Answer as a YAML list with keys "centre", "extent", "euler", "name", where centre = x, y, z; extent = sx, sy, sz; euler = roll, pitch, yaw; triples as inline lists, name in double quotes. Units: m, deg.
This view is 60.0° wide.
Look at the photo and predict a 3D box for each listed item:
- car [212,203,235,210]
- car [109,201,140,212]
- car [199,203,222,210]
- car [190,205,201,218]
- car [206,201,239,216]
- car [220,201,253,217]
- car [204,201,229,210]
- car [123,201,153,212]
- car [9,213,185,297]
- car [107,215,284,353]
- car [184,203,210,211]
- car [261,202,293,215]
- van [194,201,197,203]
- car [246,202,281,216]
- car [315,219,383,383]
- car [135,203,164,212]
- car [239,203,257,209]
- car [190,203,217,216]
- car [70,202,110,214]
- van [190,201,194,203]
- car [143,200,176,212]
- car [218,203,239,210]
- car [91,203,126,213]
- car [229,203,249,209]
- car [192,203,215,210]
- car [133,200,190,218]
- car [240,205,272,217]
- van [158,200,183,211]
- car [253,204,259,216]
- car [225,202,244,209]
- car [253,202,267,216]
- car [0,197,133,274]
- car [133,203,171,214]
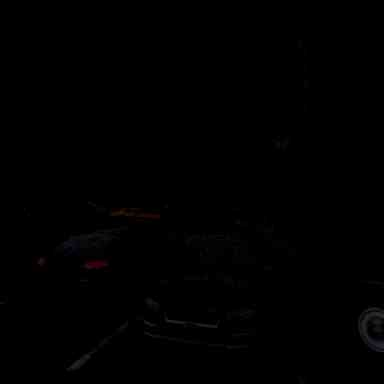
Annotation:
- centre: [7.782, 3.505, 81.238]
  extent: [5.366, 1.575, 1.946]
  euler: [0, -2, 14]
  name: "car"
- centre: [-10.998, 2.392, 54.354]
  extent: [4.553, 1.767, 2.185]
  euler: [0, -2, 15]
  name: "car"
- centre: [4.266, 3.357, 76.374]
  extent: [4.792, 1.488, 2.163]
  euler: [0, -2, 15]
  name: "car"
- centre: [-1.779, 2.373, 35.733]
  extent: [4.674, 1.452, 2.002]
  euler: [2, 0, 15]
  name: "car"
- centre: [3.366, 2.482, 43.172]
  extent: [4.553, 1.767, 2.185]
  euler: [2, -1, 15]
  name: "car"
- centre: [5.084, 2.447, 45.630]
  extent: [5.566, 2.045, 2.435]
  euler: [2, 0, 15]
  name: "car"
- centre: [5.898, 3.166, 78.839]
  extent: [5.566, 2.045, 2.435]
  euler: [0, -1, 15]
  name: "car"
- centre: [-9.248, 2.482, 56.778]
  extent: [4.553, 1.767, 2.185]
  euler: [0, -1, 15]
  name: "car"
- centre: [-1.782, 1.481, 8.203]
  extent: [2.002, 1.452, 4.674]
  euler: [0, -1, 15]
  name: "car"
- centre: [0.632, 1.464, 6.492]
  extent: [2.231, 1.521, 4.892]
  euler: [1, 0, 15]
  name: "car"
- centre: [1.041, 3.145, 71.435]
  extent: [5.366, 1.575, 1.946]
  euler: [0, -2, 15]
  name: "car"
- centre: [15.392, 2.991, 60.454]
  extent: [5.566, 2.045, 2.435]
  euler: [2, -1, 15]
  name: "car"
- centre: [-0.713, 2.832, 69.012]
  extent: [4.442, 1.987, 1.878]
  euler: [0, -2, 15]
  name: "van"
- centre: [11.977, 2.810, 55.513]
  extent: [5.566, 2.045, 2.435]
  euler: [2, -1, 15]
  name: "car"
- centre: [3.052, 1.360, 4.803]
  extent: [2.185, 1.767, 4.553]
  euler: [1, 0, 16]
  name: "car"
- centre: [-7.589, 2.737, 59.237]
  extent: [4.674, 1.452, 2.002]
  euler: [0, -2, 15]
  name: "car"
- centre: [15.796, 3.985, 93.610]
  extent: [4.792, 1.488, 2.163]
  euler: [0, -1, 13]
  name: "car"
- centre: [-0.046, 2.427, 38.212]
  extent: [5.008, 1.535, 2.097]
  euler: [2, 0, 15]
  name: "car"
- centre: [-15.009, 2.308, 48.805]
  extent: [5.366, 1.575, 1.946]
  euler: [0, -1, 15]
  name: "car"
- centre: [-2.402, 2.742, 66.561]
  extent: [4.442, 1.987, 1.878]
  euler: [0, -2, 15]
  name: "van"
- centre: [-5.923, 2.536, 61.695]
  extent: [5.566, 2.045, 2.435]
  euler: [0, -1, 15]
  name: "car"
- centre: [9.275, 3.598, 83.729]
  extent: [4.892, 1.521, 2.231]
  euler: [0, -1, 14]
  name: "car"
- centre: [-12.871, 2.445, 51.549]
  extent: [4.792, 1.488, 2.163]
  euler: [0, -2, 15]
  name: "car"
- centre: [12.584, 3.776, 88.652]
  extent: [5.008, 1.535, 2.097]
  euler: [0, -1, 14]
  name: "car"
- centre: [2.519, 3.266, 73.932]
  extent: [4.792, 1.488, 2.163]
  euler: [0, -1, 15]
  name: "car"
- centre: [-3.465, 1.983, 33.263]
  extent: [5.566, 2.045, 2.435]
  euler: [2, -1, 15]
  name: "car"
- centre: [10.202, 2.998, 53.044]
  extent: [4.792, 1.488, 2.163]
  euler: [2, 0, 15]
  name: "car"
- centre: [-4.090, 2.652, 64.110]
  extent: [4.442, 1.987, 1.878]
  euler: [0, -2, 15]
  name: "van"
- centre: [6.786, 2.818, 48.100]
  extent: [4.792, 1.488, 2.163]
  euler: [2, 0, 15]
  name: "car"
- centre: [10.961, 3.561, 86.187]
  extent: [4.553, 1.767, 2.185]
  euler: [0, -1, 14]
  name: "car"
- centre: [8.505, 2.627, 50.573]
  extent: [5.566, 2.045, 2.435]
  euler: [2, 0, 15]
  name: "car"
- centre: [-4.189, 1.167, 9.949]
  extent: [2.435, 2.045, 5.566]
  euler: [0, 0, 16]
  name: "car"
- centre: [-5.049, 2.131, 30.735]
  extent: [5.366, 1.575, 1.946]
  euler: [2, -1, 15]
  name: "car"
